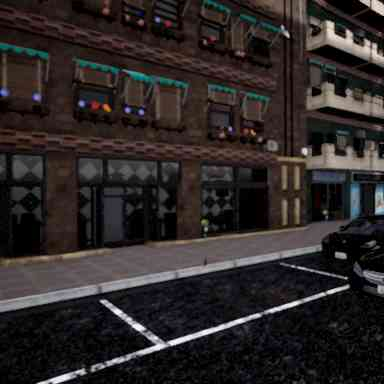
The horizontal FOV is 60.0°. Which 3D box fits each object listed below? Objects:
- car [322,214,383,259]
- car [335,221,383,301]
[{"bbox_3d":[6.056,1.428,10.811,4.313,1.339,1.947,-1,1,-35],"label":"car"},{"bbox_3d":[5.266,1.423,7.084,4.674,1.442,1.812,-1,1,-35],"label":"car"}]
